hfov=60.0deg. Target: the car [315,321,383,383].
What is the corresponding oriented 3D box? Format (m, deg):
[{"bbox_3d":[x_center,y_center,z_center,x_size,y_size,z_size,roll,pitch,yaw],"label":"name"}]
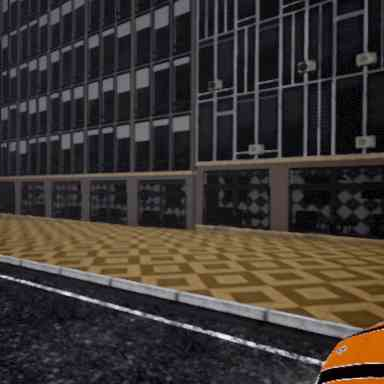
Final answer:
[{"bbox_3d":[2.890,1.340,1.541,4.553,1.767,2.097,-1,0,36],"label":"car"}]
